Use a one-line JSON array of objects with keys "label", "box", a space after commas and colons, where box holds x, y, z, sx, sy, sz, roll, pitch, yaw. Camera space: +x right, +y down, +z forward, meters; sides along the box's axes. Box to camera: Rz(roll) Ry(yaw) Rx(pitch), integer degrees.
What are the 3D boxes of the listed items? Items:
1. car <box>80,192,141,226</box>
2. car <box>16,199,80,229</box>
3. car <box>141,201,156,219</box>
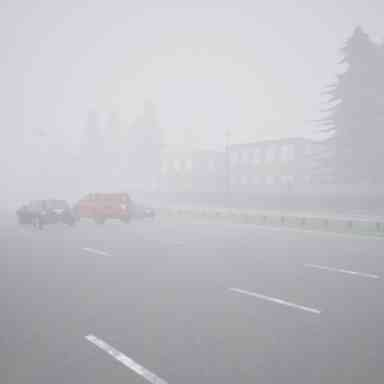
[{"label": "car", "box": [-6.113, 1.040, 22.370, 2.150, 2.045, 5.566, 0, 1, -44]}, {"label": "car", "box": [-9.022, 1.179, 20.339, 2.097, 1.767, 4.553, 0, 1, -44]}, {"label": "car", "box": [-4.677, 1.359, 25.909, 1.994, 1.385, 4.181, 0, 1, -44]}]
